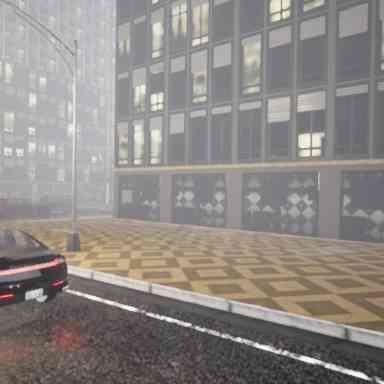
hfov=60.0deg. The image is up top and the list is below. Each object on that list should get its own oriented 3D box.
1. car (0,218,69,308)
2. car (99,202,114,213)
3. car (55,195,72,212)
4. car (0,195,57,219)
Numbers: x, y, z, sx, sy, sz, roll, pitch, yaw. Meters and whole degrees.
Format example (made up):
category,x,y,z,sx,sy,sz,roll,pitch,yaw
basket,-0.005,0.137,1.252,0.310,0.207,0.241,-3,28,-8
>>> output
category,x,y,z,sx,sy,sz,roll,pitch,yaw
car,-4.595,1.479,6.934,4.902,1.511,2.128,0,0,35
car,-8.796,1.794,39.704,1.752,1.417,4.829,1,0,36
car,-16.677,1.342,38.739,2.150,2.045,5.566,1,0,36
car,-15.577,1.483,30.480,2.192,1.841,5.009,1,0,36
